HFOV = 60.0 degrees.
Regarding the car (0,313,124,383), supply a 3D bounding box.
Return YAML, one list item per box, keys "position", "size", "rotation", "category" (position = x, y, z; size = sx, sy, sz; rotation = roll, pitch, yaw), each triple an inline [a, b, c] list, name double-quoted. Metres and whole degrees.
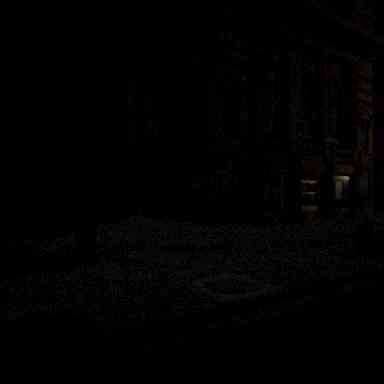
- position: [-2.706, 1.464, 1.329]
  size: [5.008, 1.535, 1.882]
  rotation: [1, 0, -35]
  category: "car"
